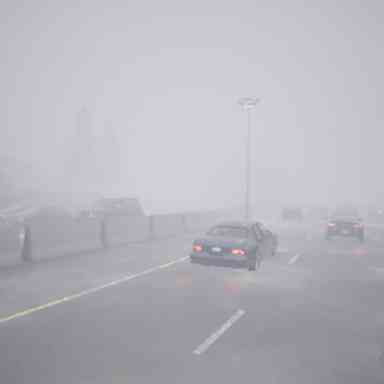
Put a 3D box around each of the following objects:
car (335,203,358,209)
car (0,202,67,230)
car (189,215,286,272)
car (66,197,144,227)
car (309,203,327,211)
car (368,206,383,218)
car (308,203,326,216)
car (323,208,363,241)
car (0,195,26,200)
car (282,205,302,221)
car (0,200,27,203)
[{"bbox_3d":[20.083,2.242,43.528,2.097,1.767,4.553,1,-1,9],"label":"car"},{"bbox_3d":[-9.664,1.577,21.229,1.812,1.442,4.674,1,-1,24],"label":"car"},{"bbox_3d":[1.706,1.714,11.626,2.033,1.411,5.357,1,-1,24],"label":"car"},{"bbox_3d":[-5.368,1.370,22.291,2.150,2.045,5.566,1,-1,23],"label":"car"},{"bbox_3d":[23.202,2.718,61.402,1.994,1.385,4.181,1,-1,6],"label":"car"},{"bbox_3d":[22.860,2.435,40.357,1.812,1.442,4.674,1,-1,14],"label":"car"},{"bbox_3d":[16.511,2.349,43.751,1.812,1.442,4.674,1,-1,13],"label":"car"},{"bbox_3d":[8.690,1.916,19.152,1.812,1.442,4.674,1,-1,22],"label":"car"},{"bbox_3d":[-15.339,1.211,25.661,2.150,2.045,5.566,1,-1,23],"label":"car"},{"bbox_3d":[10.315,2.072,34.364,1.882,1.535,5.008,1,0,17],"label":"car"},{"bbox_3d":[-12.274,1.557,24.000,1.812,1.442,4.674,1,-1,23],"label":"car"}]
